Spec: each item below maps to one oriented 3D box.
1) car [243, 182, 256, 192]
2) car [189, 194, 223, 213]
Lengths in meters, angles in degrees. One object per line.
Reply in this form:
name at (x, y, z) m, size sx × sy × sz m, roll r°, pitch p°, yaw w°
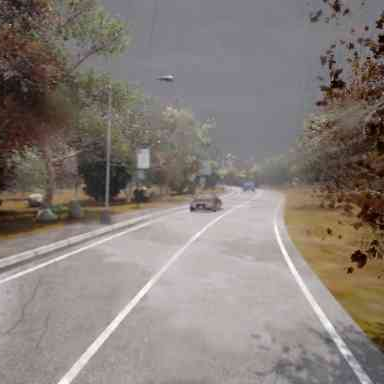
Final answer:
car at (11.305, -1.019, 65.898) m, size 2.150 × 2.045 × 5.566 m, roll 1°, pitch 2°, yaw 8°
car at (1.163, 0.828, 26.230) m, size 1.994 × 1.385 × 4.181 m, roll 0°, pitch 2°, yaw 15°
